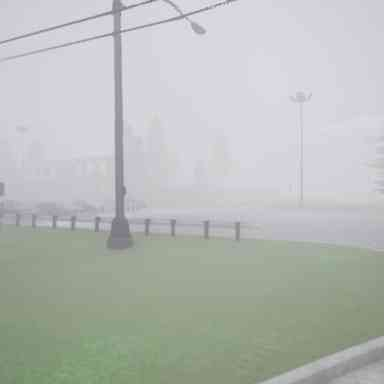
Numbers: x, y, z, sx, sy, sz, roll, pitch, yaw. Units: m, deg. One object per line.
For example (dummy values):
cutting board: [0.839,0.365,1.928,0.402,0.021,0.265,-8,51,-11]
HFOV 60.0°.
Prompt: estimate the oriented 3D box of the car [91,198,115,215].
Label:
car: [-9.883,1.330,31.033,4.674,1.442,1.812,0,1,26]

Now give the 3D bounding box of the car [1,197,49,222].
car: [-13.528,1.395,25.012,4.902,1.511,2.128,0,1,26]

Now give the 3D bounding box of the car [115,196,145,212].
car: [-7.516,1.353,33.751,4.718,1.301,1.895,0,1,26]

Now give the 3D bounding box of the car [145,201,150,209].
car: [-7.040,1.202,37.421,4.902,1.511,2.128,0,1,26]

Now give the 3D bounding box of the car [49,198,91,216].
car: [-11.449,1.400,27.888,5.357,1.411,2.033,0,1,26]

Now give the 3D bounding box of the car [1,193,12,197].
car: [-24.520,1.077,42.180,5.566,2.045,2.150,0,1,26]
